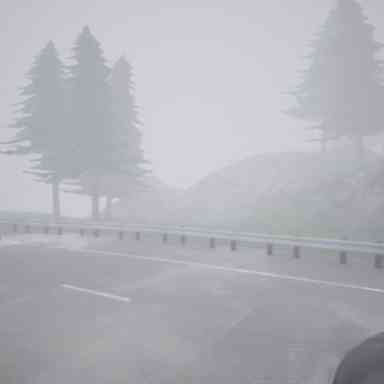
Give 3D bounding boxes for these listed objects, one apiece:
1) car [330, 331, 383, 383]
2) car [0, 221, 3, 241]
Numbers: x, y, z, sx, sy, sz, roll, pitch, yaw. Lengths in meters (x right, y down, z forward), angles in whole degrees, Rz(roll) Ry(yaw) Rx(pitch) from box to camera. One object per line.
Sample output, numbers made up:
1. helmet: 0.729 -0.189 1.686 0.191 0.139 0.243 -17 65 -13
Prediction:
1. car: 3.182 1.474 1.427 4.902 1.511 2.128 0 0 36
2. car: -9.753 1.412 13.218 5.008 1.535 1.882 0 0 27
